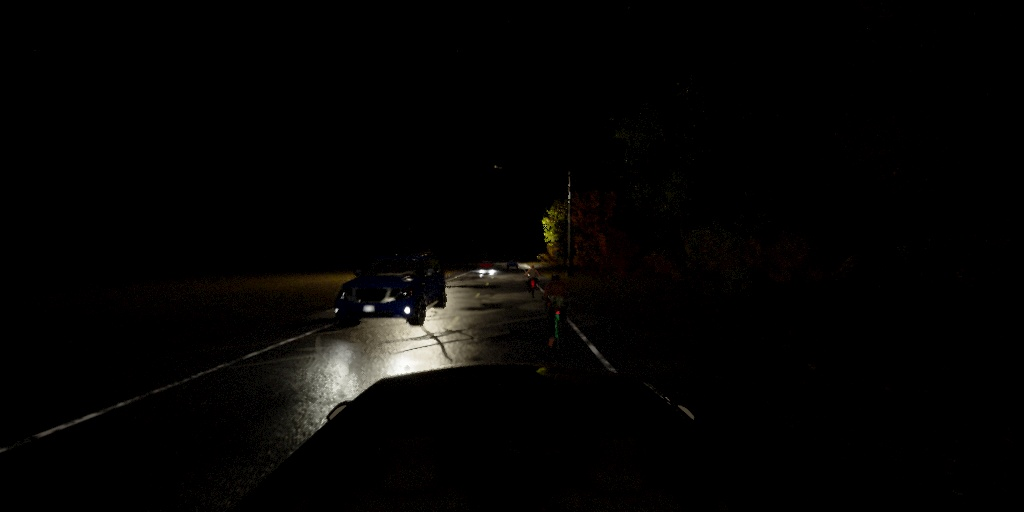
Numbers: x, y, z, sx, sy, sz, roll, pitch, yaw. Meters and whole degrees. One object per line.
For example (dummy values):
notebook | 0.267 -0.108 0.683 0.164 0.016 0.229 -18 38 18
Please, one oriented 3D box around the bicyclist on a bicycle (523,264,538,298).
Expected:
bicyclist on a bicycle | 0.986 1.182 17.403 0.866 1.612 1.509 0 0 0

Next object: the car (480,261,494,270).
car | -3.604 1.338 52.022 1.895 1.301 4.718 0 0 0

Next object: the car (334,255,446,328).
car | -3.603 0.969 11.789 2.150 2.045 5.566 0 0 0

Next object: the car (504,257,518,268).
car | 0.083 1.282 60.596 2.033 1.411 5.357 0 0 0

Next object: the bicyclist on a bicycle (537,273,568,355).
bicyclist on a bicycle | 0.961 1.201 7.748 0.582 1.620 1.656 0 0 0
